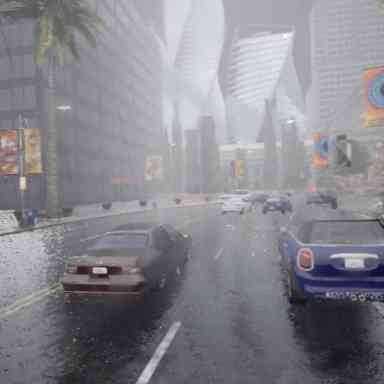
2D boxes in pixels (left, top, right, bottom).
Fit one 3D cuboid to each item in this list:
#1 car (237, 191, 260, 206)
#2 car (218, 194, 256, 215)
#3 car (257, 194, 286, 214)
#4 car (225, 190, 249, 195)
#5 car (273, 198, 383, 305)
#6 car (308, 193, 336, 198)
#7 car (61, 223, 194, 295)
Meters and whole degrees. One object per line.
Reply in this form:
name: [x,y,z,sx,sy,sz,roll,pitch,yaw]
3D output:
car: [8.205,0.978,42.510,1.837,1.490,4.892,-2,0,44]
car: [4.043,1.215,29.786,1.812,1.442,4.674,-2,0,23]
car: [7.508,1.096,29.239,1.812,1.442,4.674,-2,0,27]
car: [5.934,0.760,45.236,2.150,2.045,5.566,-2,0,45]
car: [3.160,1.195,7.715,2.097,1.767,4.553,-2,0,11]
car: [15.586,0.790,39.895,4.181,1.385,1.994,-2,0,-40]
car: [-1.303,1.542,8.936,2.033,1.411,5.357,-2,0,11]
